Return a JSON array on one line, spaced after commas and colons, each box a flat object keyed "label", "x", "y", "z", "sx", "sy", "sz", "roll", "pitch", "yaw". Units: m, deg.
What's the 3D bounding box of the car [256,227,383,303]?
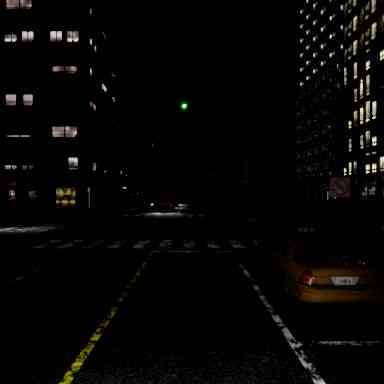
[{"label": "car", "x": 2.698, "y": 1.529, "z": 8.162, "sx": 1.752, "sy": 1.417, "sz": 4.829, "roll": 0, "pitch": 0, "yaw": 0}]

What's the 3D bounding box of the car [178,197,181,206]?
[{"label": "car", "x": -3.024, "y": 1.573, "z": 50.882, "sx": 1.812, "sy": 1.442, "sz": 4.674, "roll": 0, "pitch": 0, "yaw": 0}]

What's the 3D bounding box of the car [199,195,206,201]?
[{"label": "car", "x": 2.807, "y": 1.658, "z": 90.315, "sx": 1.752, "sy": 1.417, "sz": 4.829, "roll": 0, "pitch": 0, "yaw": 0}]

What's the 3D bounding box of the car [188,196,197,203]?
[{"label": "car", "x": 0.092, "y": 1.562, "z": 69.185, "sx": 1.882, "sy": 1.535, "sz": 5.008, "roll": 0, "pitch": 0, "yaw": 0}]

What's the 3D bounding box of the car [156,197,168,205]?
[{"label": "car", "x": -5.610, "y": 1.614, "z": 62.522, "sx": 1.887, "sy": 1.381, "sz": 4.507, "roll": 0, "pitch": 0, "yaw": 0}]

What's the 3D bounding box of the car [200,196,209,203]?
[{"label": "car", "x": 2.784, "y": 1.638, "z": 73.565, "sx": 1.887, "sy": 1.381, "sz": 4.507, "roll": 0, "pitch": 0, "yaw": 0}]

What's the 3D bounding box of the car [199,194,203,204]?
[{"label": "car", "x": 2.769, "y": 1.385, "z": 62.511, "sx": 2.192, "sy": 1.841, "sz": 5.009, "roll": 0, "pitch": 0, "yaw": 0}]

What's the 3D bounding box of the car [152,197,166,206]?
[{"label": "car", "x": -5.618, "y": 1.609, "z": 56.996, "sx": 2.008, "sy": 1.369, "sz": 4.403, "roll": 0, "pitch": 0, "yaw": 0}]

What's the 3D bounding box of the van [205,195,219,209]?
[{"label": "van", "x": 2.747, "y": 1.381, "z": 45.931, "sx": 1.690, "sy": 1.788, "sz": 3.998, "roll": 0, "pitch": 0, "yaw": 0}]

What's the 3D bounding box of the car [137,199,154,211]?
[{"label": "car", "x": -5.639, "y": 1.582, "z": 40.416, "sx": 2.008, "sy": 1.369, "sz": 4.403, "roll": 0, "pitch": 0, "yaw": 0}]

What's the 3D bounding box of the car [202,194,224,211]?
[{"label": "car", "x": 2.740, "y": 1.347, "z": 40.406, "sx": 2.192, "sy": 1.841, "sz": 5.009, "roll": 0, "pitch": 0, "yaw": 0}]

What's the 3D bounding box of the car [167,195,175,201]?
[{"label": "car", "x": -5.574, "y": 1.657, "z": 89.986, "sx": 1.752, "sy": 1.417, "sz": 4.829, "roll": 0, "pitch": 0, "yaw": 0}]

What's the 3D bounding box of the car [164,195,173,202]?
[{"label": "car", "x": -5.589, "y": 1.546, "z": 79.103, "sx": 1.967, "sy": 1.590, "sz": 4.097, "roll": 0, "pitch": 0, "yaw": 0}]

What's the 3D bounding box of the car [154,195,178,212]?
[{"label": "car", "x": -3.047, "y": 1.509, "z": 39.882, "sx": 1.882, "sy": 1.535, "sz": 5.008, "roll": 0, "pitch": 0, "yaw": 0}]

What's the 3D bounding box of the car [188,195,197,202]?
[{"label": "car", "x": 0.107, "y": 1.560, "z": 79.602, "sx": 2.033, "sy": 1.411, "sz": 5.357, "roll": 0, "pitch": 0, "yaw": 0}]

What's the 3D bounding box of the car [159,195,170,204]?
[{"label": "car", "x": -5.604, "y": 1.522, "z": 68.049, "sx": 1.967, "sy": 1.590, "sz": 4.097, "roll": 0, "pitch": 0, "yaw": 0}]

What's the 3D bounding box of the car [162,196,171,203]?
[{"label": "car", "x": -5.596, "y": 1.675, "z": 73.576, "sx": 1.802, "sy": 1.307, "sz": 4.206, "roll": 0, "pitch": 0, "yaw": 0}]

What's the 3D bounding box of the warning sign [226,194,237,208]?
[{"label": "warning sign", "x": 5.131, "y": 1.151, "z": 43.659, "sx": 1.300, "sy": 1.860, "sz": 1.060, "roll": 0, "pitch": 0, "yaw": 0}]
